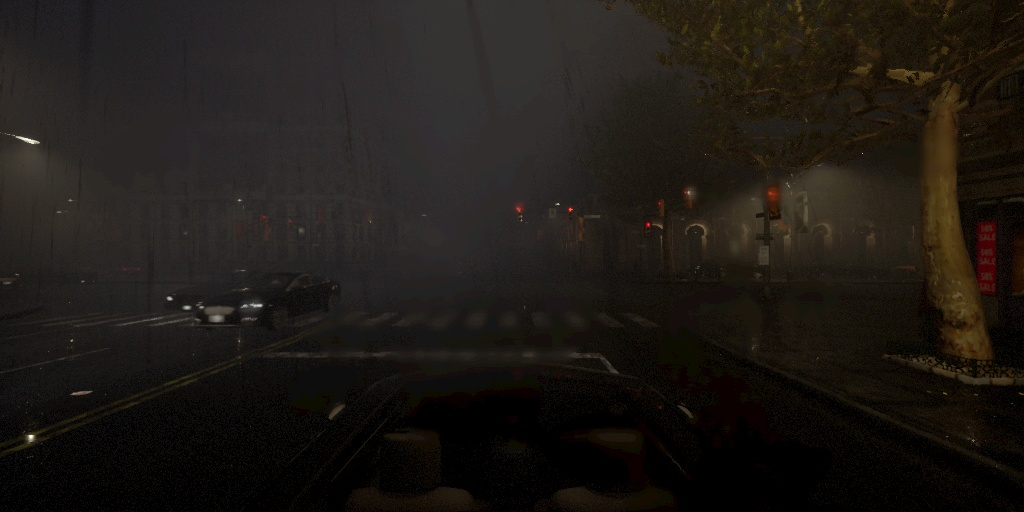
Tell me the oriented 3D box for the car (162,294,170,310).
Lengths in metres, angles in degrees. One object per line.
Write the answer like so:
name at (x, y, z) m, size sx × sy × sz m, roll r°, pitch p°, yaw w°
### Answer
car at (-10.564, 1.297, 14.315) m, size 2.033 × 1.411 × 5.357 m, roll 0°, pitch 0°, yaw 0°

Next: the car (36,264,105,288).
car at (-30.277, 1.351, 23.485) m, size 4.718 × 1.301 × 1.895 m, roll 0°, pitch 0°, yaw 1°

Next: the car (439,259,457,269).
car at (-10.409, 1.276, 57.146) m, size 1.812 × 1.442 × 4.674 m, roll 0°, pitch 0°, yaw 0°

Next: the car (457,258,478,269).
car at (-6.915, 1.351, 56.613) m, size 1.895 × 1.301 × 4.718 m, roll 0°, pitch 0°, yaw 0°

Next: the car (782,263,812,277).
car at (29.396, 1.351, 34.642) m, size 4.718 × 1.301 × 1.895 m, roll 0°, pitch 0°, yaw 1°

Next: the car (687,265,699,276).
car at (19.456, 1.102, 34.733) m, size 4.553 × 1.767 × 2.097 m, roll 0°, pitch 0°, yaw 0°

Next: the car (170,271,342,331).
car at (-7.075, 1.241, 11.048) m, size 2.128 × 1.511 × 4.902 m, roll 0°, pitch 0°, yaw 0°

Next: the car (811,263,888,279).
car at (29.383, 1.351, 31.142) m, size 4.718 × 1.301 × 1.895 m, roll 0°, pitch 0°, yaw 1°

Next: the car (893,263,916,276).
car at (39.859, 1.228, 34.536) m, size 5.008 × 1.535 × 1.882 m, roll 0°, pitch 0°, yaw 1°

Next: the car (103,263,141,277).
car at (-39.676, 1.351, 35.252) m, size 4.718 × 1.301 × 1.895 m, roll 0°, pitch 0°, yaw 1°

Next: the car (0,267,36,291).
car at (-30.499, 1.242, 19.988) m, size 4.902 × 1.511 × 2.128 m, roll 0°, pitch 0°, yaw 1°

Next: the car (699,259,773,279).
car at (19.436, 1.255, 31.231) m, size 4.892 × 1.490 × 1.837 m, roll 0°, pitch 0°, yaw 1°
